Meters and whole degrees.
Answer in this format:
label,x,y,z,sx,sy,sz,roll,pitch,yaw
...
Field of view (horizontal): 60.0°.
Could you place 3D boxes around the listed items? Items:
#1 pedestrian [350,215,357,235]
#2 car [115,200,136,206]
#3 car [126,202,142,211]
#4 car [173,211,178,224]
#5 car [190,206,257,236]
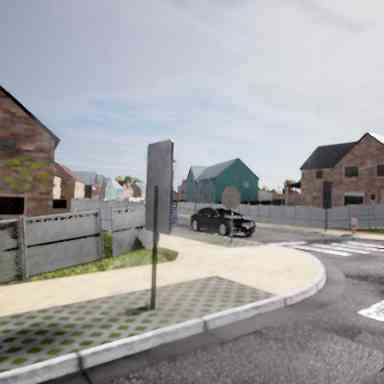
label,x,y,z,sx,sy,sz,roll,pitch,yaw
pedestrian,8.755,1.759,17.987,0.500,1.100,0.500,2,-1,-31
car,-6.716,1.744,36.424,2.097,1.767,4.553,2,-2,-22
car,-9.273,2.277,52.818,1.994,1.385,4.181,2,-1,-18
car,-2.757,1.716,27.392,1.882,1.535,5.008,2,-2,-25
car,1.650,1.589,18.905,1.837,1.490,4.892,2,-2,-29
